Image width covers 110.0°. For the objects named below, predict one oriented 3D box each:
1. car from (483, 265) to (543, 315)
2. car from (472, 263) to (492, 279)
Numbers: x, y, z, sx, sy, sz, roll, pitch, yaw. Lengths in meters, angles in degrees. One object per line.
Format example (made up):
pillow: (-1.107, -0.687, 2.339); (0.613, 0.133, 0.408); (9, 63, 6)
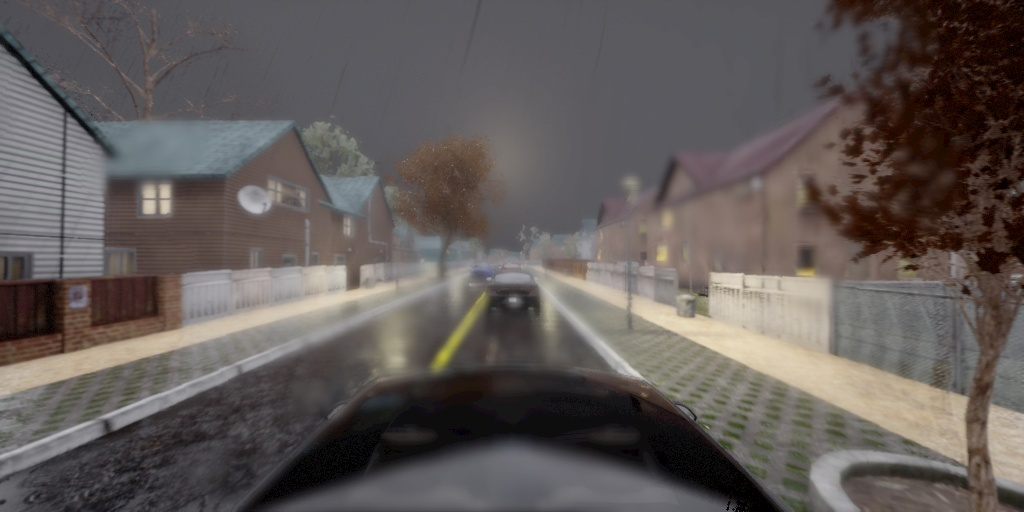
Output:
car: (0.097, 1.288, 13.836); (1.882, 1.535, 5.008); (0, 0, 0)
car: (-2.836, 1.438, 35.633); (1.882, 1.535, 5.008); (0, 0, 0)
